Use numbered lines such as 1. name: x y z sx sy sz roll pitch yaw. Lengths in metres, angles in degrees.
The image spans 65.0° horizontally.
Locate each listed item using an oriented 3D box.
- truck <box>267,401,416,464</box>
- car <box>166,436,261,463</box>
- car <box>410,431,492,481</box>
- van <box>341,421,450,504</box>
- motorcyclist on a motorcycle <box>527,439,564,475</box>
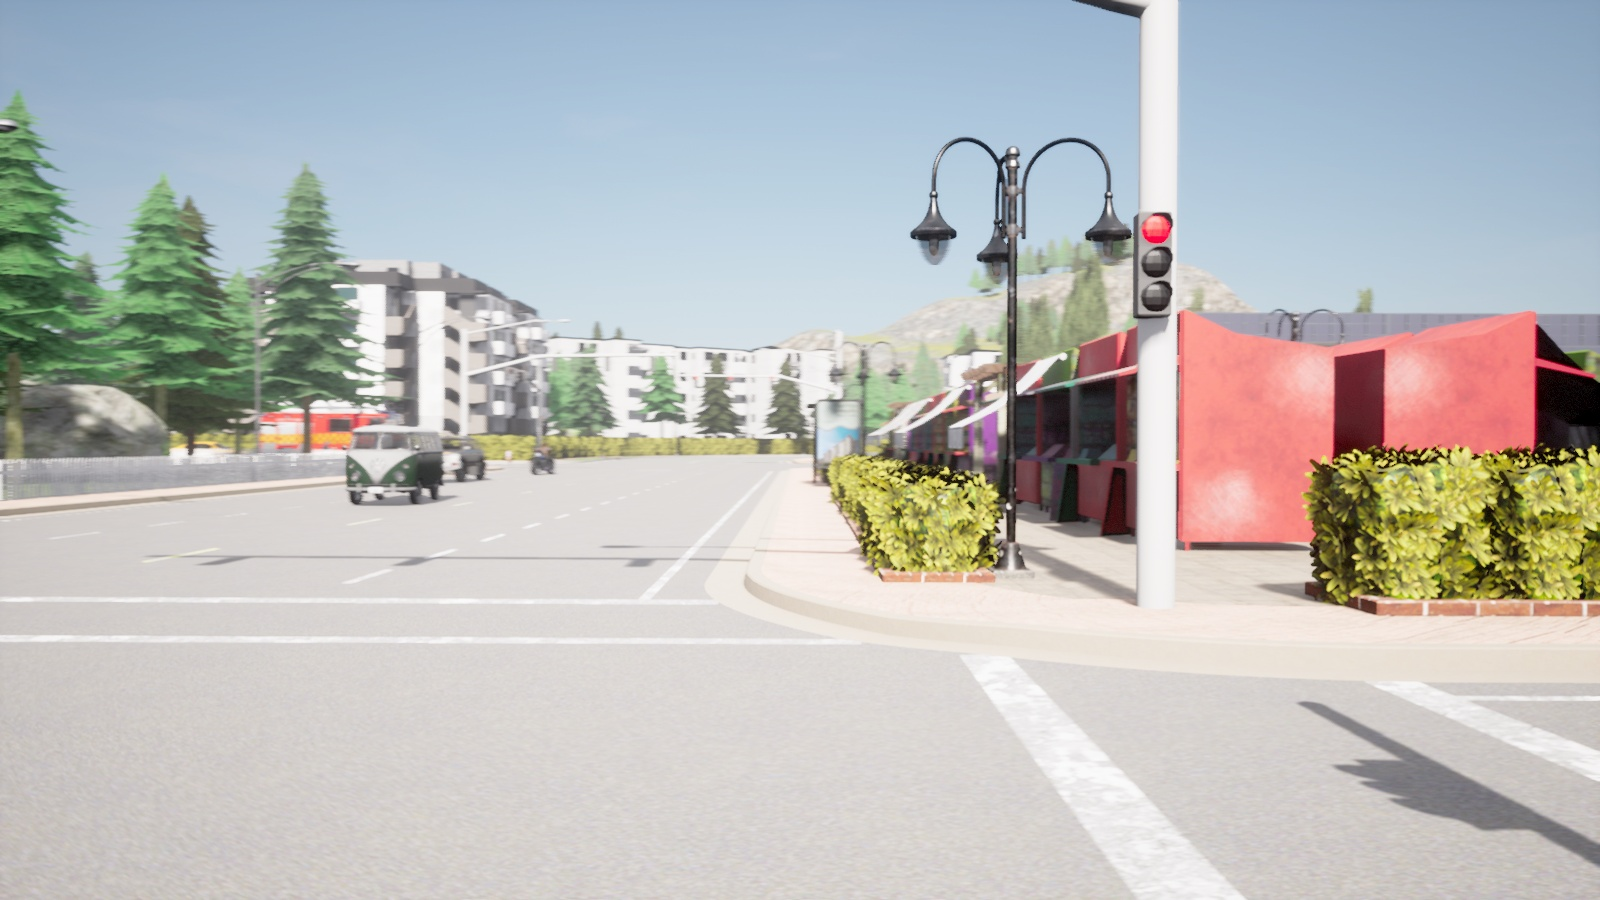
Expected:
1. truck: -29.395 -1.113 80.734 8.468 3.827 2.891 1 0 2
2. car: -36.131 -0.032 77.431 5.008 1.535 1.882 1 0 2
3. car: -13.703 0.227 49.585 1.932 1.855 4.605 1 0 0
4. van: -10.405 0.297 32.589 1.775 1.987 4.442 1 0 -6
5. motorcyclist on a motorcycle: -12.174 0.320 60.098 0.766 1.649 2.350 1 1 14
